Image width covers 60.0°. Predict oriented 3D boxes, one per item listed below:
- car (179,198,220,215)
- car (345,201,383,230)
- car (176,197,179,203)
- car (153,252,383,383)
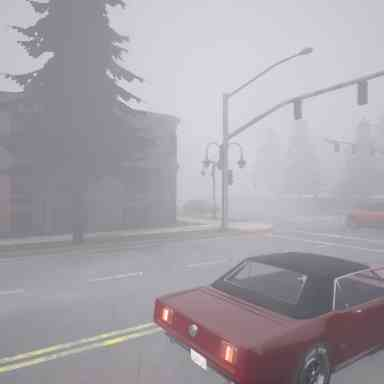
[{"bbox_3d":[0.943,1.504,34.083,1.837,1.490,4.892,0,0,-33],"label":"car"},{"bbox_3d":[11.127,1.352,18.611,2.097,1.767,4.553,0,0,-33],"label":"car"},{"bbox_3d":[-3.374,1.526,60.065,1.812,1.442,4.674,0,0,-33],"label":"car"},{"bbox_3d":[1.919,1.601,5.001,4.718,1.301,1.895,0,0,-34],"label":"car"}]
